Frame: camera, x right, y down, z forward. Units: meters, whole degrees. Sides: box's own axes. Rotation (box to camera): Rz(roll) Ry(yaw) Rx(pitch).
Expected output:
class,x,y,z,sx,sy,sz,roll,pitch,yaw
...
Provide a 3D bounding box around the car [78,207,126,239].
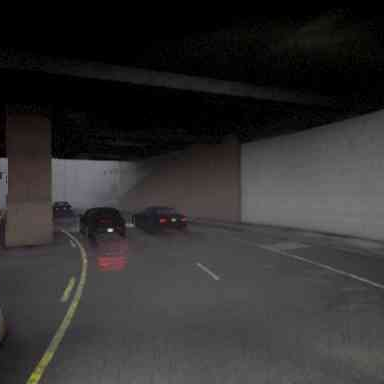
class,x,y,z,sx,sy,sz,roll,pitch,yaw
car,-4.896,1.570,17.915,1.837,1.490,4.892,0,0,-25

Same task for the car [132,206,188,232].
class,x,y,z,sx,sy,sz,roll,pitch,yaw
car,-2.123,1.590,20.401,2.033,1.411,5.357,0,0,-27

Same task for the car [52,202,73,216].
class,x,y,z,sx,sy,sz,roll,pitch,yaw
car,-13.768,1.713,35.068,2.033,1.411,5.357,0,0,-28
